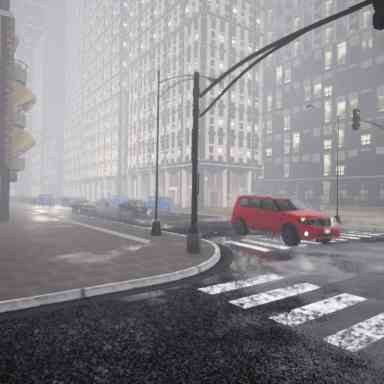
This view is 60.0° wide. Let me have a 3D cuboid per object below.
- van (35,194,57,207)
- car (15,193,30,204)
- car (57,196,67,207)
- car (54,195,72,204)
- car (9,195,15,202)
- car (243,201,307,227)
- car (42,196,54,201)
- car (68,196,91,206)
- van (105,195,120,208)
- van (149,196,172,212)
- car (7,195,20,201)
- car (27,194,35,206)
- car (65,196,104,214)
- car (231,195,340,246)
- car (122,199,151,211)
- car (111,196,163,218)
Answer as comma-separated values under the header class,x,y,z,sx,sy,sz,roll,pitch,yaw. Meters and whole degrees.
class,x,y,z,sx,sy,sz,roll,pitch,yaw
van,-20.491,1.197,46.814,1.690,1.788,3.998,1,-1,-35
car,-30.246,1.155,60.670,2.192,1.841,5.009,1,-1,-35
car,-16.581,1.458,45.845,2.033,1.411,5.357,1,-1,-35
car,-23.979,1.433,61.817,1.882,1.535,5.008,1,-1,-35
car,-36.753,1.396,69.906,1.947,1.339,4.313,1,-1,-35
car,5.868,1.505,23.923,1.967,1.590,4.097,1,-1,-35
car,-36.406,1.570,83.966,1.802,1.307,4.206,1,-1,-35
car,-18.198,1.457,53.605,2.128,1.511,4.902,1,-1,-35
van,-10.388,1.368,47.019,1.690,1.788,3.998,1,-1,-35
van,-3.885,1.382,37.781,1.690,1.788,3.998,1,-1,-35
car,-40.004,1.377,74.524,2.008,1.369,4.403,1,-1,-35
car,-23.747,1.432,51.430,1.802,1.307,4.206,1,-1,-35
car,-10.740,1.427,32.955,2.008,1.369,4.403,1,-1,-35
car,4.049,1.183,15.581,2.150,2.045,5.566,1,0,-29
car,-7.140,1.584,42.397,2.008,1.369,4.403,1,-1,-35
car,-4.924,1.426,29.194,2.128,1.511,4.902,1,-1,-35
